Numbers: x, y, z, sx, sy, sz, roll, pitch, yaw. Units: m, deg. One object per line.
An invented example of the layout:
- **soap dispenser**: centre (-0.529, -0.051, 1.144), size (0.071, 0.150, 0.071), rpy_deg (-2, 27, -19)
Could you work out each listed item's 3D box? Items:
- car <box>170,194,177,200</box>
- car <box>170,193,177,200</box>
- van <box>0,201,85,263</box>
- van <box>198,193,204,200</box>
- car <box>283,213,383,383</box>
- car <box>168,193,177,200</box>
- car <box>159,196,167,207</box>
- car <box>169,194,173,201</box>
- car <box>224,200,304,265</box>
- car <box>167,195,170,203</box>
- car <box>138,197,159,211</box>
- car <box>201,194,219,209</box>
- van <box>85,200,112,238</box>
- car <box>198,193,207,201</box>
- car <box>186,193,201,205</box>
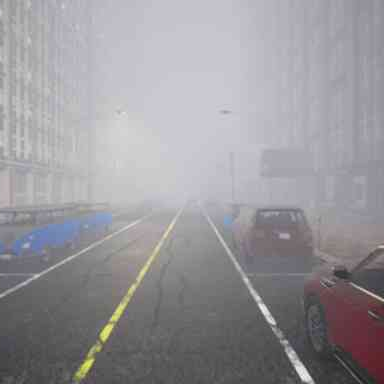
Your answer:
- **car**: centre (-5.280, 1.353, 94.820), size (1.967, 1.590, 4.097), rpy_deg (0, 0, 0)
- **car**: centre (-5.286, 1.477, 78.178), size (1.887, 1.381, 4.507), rpy_deg (0, 0, 0)
- **van**: centre (-5.312, 1.334, 11.608), size (1.690, 1.788, 3.998), rpy_deg (0, 0, 0)
- **van**: centre (2.600, 1.253, 94.816), size (1.690, 1.788, 3.998), rpy_deg (0, 0, 0)
- **car**: centre (2.618, 1.313, 2.910), size (2.192, 1.841, 5.009), rpy_deg (0, 0, 0)
- **car**: centre (-5.282, 1.235, 89.272), size (2.192, 1.841, 5.009), rpy_deg (0, 0, 0)
- **car**: centre (-5.297, 1.487, 50.270), size (1.752, 1.417, 4.829), rpy_deg (0, 0, 0)
- **car**: centre (-5.290, 1.527, 67.083), size (1.802, 1.307, 4.206), rpy_deg (0, 0, 0)
- **car**: centre (2.568, 1.307, 11.605), size (2.192, 1.841, 5.009), rpy_deg (0, 0, 0)
- **car**: centre (-5.294, 1.522, 55.987), size (1.947, 1.339, 4.313), rpy_deg (0, 0, 0)
- **car**: centre (-5.301, 1.553, 39.345), size (1.802, 1.307, 4.206), rpy_deg (0, 0, 0)
- **car**: centre (2.581, 1.406, 44.889), size (1.967, 1.590, 4.097), rpy_deg (0, 0, 0)
- **van**: centre (-5.310, 1.330, 17.155), size (1.690, 1.788, 3.998), rpy_deg (0, 0, 0)
- **car**: centre (2.600, 1.241, 83.720), size (2.192, 1.841, 5.009), rpy_deg (0, 0, 0)
- **car**: centre (0.021, 1.447, 56.226), size (2.128, 1.511, 4.902), rpy_deg (0, 0, 0)
